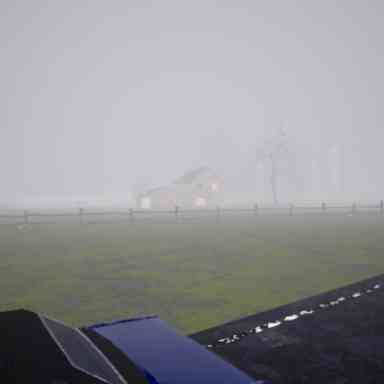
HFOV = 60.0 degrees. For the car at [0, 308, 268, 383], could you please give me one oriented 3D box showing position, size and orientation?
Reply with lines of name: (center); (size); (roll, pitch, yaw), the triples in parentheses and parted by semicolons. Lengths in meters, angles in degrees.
car: (-1.806, 1.600, 1.807); (4.718, 1.301, 1.895); (0, 0, -36)
